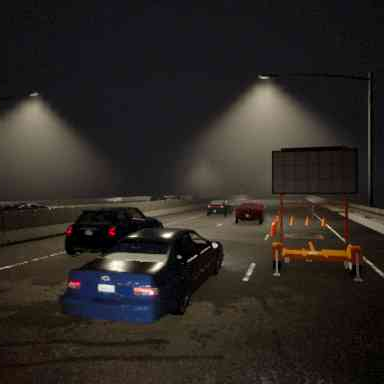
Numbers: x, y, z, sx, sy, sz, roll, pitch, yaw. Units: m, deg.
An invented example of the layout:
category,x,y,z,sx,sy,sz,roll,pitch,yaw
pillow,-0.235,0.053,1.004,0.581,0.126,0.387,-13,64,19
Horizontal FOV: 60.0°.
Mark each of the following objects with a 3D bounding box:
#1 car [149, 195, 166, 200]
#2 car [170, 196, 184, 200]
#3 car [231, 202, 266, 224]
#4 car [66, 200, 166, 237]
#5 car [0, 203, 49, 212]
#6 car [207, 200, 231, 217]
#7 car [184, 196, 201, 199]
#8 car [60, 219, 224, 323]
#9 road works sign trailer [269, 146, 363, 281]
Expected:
category,x,y,z,sx,sy,sz,roll,pitch,yaw
car,-6.494,1.323,62.796,2.097,1.767,4.553,0,0,17
car,-2.763,1.461,63.080,2.128,1.511,4.902,0,0,17
car,4.475,1.470,24.971,1.882,1.535,5.008,0,0,16
car,-2.736,1.350,12.810,2.097,1.767,4.553,0,0,16
car,-11.305,1.502,21.614,1.837,1.490,4.892,0,0,16
car,2.695,1.481,31.350,2.128,1.511,4.902,0,0,16
car,0.628,1.474,62.234,1.837,1.490,4.892,0,0,17
car,-0.620,1.546,7.572,2.033,1.411,5.357,0,0,16
road works sign trailer,3.637,0.462,10.017,2.380,3.560,2.880,0,0,16
